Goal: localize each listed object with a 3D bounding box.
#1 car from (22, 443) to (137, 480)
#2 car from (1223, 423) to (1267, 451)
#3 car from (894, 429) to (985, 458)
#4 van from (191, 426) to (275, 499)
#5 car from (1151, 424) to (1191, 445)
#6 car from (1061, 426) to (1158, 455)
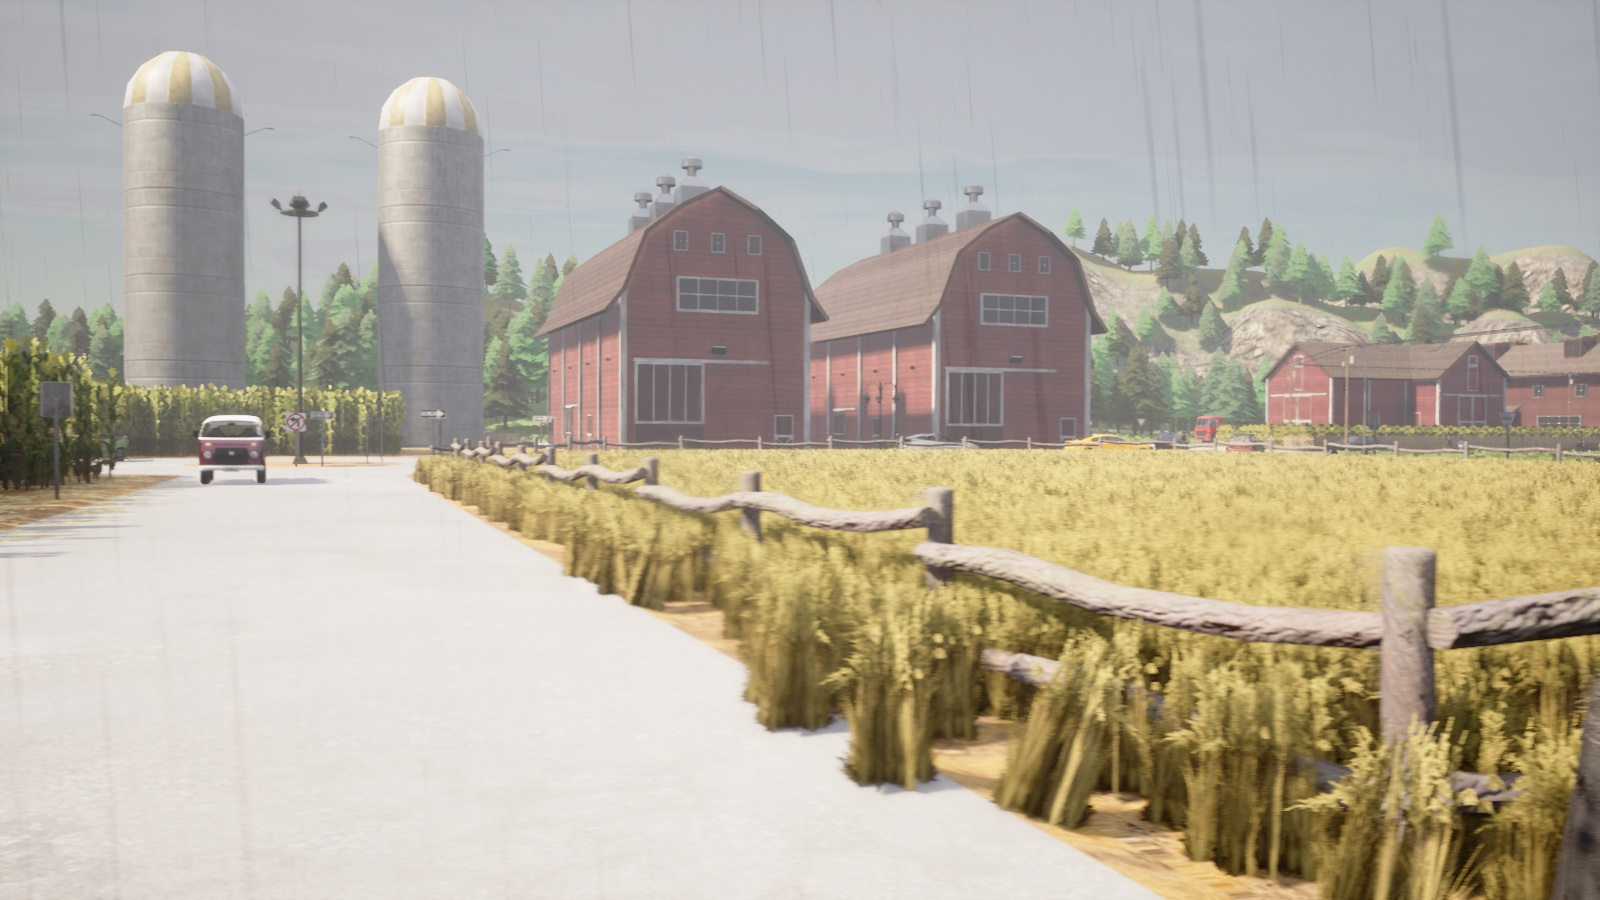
[{"bbox_3d":[-32.664,0.472,57.052,2.007,1.525,4.514,-1,1,12],"label":"car"},{"bbox_3d":[26.716,-0.783,75.305,1.789,1.549,3.705,0,2,31],"label":"car"},{"bbox_3d":[7.607,-0.366,68.299,4.514,1.525,2.007,-1,1,-24],"label":"car"},{"bbox_3d":[-16.966,0.329,37.758,2.069,2.038,4.480,-1,1,-22],"label":"van"},{"bbox_3d":[27.900,-1.185,94.499,2.163,1.488,4.792,-1,1,7],"label":"car"},{"bbox_3d":[17.516,-0.541,71.159,5.008,1.535,1.882,-1,1,-3],"label":"car"}]
